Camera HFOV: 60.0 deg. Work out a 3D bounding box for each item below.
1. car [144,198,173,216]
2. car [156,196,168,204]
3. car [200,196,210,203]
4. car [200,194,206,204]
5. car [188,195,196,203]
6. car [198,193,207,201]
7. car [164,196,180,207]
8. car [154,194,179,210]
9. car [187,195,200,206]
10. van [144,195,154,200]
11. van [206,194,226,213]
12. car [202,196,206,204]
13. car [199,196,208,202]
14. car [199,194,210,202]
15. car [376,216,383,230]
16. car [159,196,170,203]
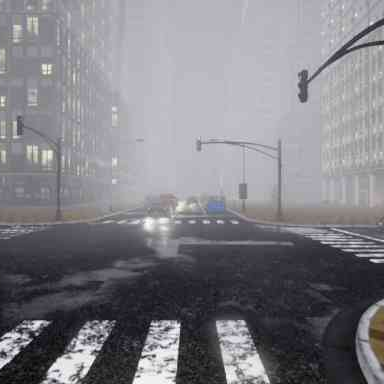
[{"bbox_3d":[-3.227,1.600,32.855,1.895,1.301,4.718,0,0,0],"label":"car"},{"bbox_3d":[-5.694,1.564,63.614,1.947,1.339,4.313,0,0,0],"label":"car"},{"bbox_3d":[2.709,1.542,69.120,1.887,1.381,4.507,0,0,0],"label":"car"},{"bbox_3d":[2.688,1.313,63.581,2.192,1.841,5.009,0,0,0],"label":"car"},{"bbox_3d":[0.034,1.497,73.071,1.837,1.490,4.892,0,0,0],"label":"car"},{"bbox_3d":[2.776,1.309,85.738,2.192,1.841,5.009,0,0,0],"label":"car"},{"bbox_3d":[-3.139,1.491,53.203,2.128,1.511,4.902,0,0,0],"label":"car"},{"bbox_3d":[-3.179,1.221,42.899,2.150,2.045,5.566,0,0,1],"label":"car"},{"bbox_3d":[0.066,1.500,56.752,1.837,1.490,4.892,0,-1,0],"label":"car"},{"bbox_3d":[-5.758,1.340,46.996,1.690,1.788,3.998,0,0,0],"label":"van"},{"bbox_3d":[2.692,1.340,35.889,1.690,1.788,3.998,0,0,0],"label":"van"},{"bbox_3d":[2.622,1.544,41.427,1.887,1.381,4.507,0,0,0],"label":"car"},{"bbox_3d":[2.753,1.561,80.199,1.947,1.339,4.313,0,0,0],"label":"car"},{"bbox_3d":[2.732,1.311,74.660,2.192,1.841,5.009,0,0,0],"label":"car"},{"bbox_3d":[13.666,1.659,20.059,4.674,1.442,1.812,0,0,-1],"label":"car"},{"bbox_3d":[-5.672,1.548,69.152,2.008,1.369,4.403,0,0,0],"label":"car"}]
